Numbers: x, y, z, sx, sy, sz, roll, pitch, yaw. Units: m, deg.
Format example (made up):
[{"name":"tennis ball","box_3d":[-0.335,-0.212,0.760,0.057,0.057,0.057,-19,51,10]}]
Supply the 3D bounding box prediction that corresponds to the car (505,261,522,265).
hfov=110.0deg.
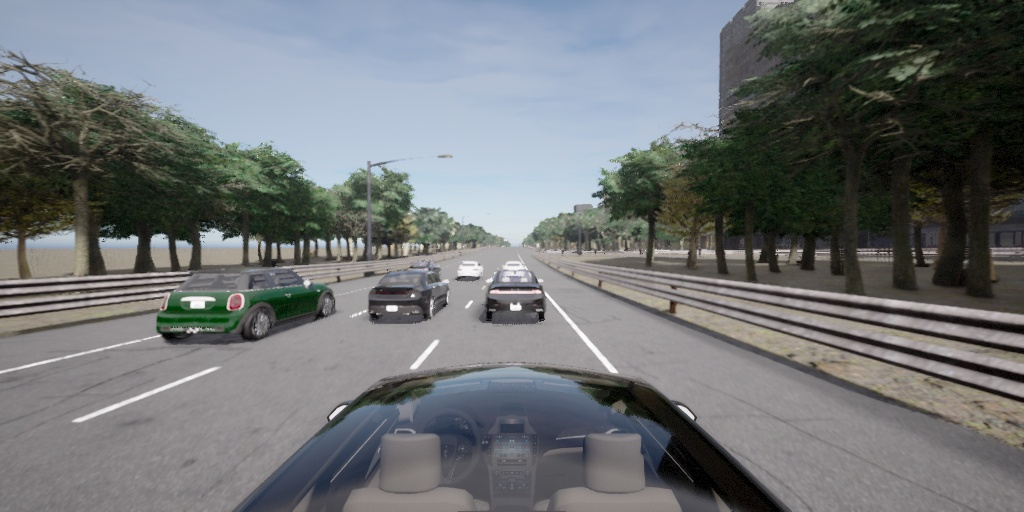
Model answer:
[{"name":"car","box_3d":[0.130,1.150,29.522,1.812,1.442,4.674,0,1,0]}]

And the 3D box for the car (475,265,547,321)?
[{"name":"car","box_3d":[0.106,1.218,12.407,2.128,1.511,4.902,0,0,0]}]

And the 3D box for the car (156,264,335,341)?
[{"name":"car","box_3d":[-6.896,1.084,9.997,2.097,1.767,4.553,0,0,0]}]

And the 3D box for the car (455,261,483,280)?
[{"name":"car","box_3d":[-3.385,1.150,29.504,1.812,1.442,4.674,0,1,0]}]

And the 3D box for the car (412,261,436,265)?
[{"name":"car","box_3d":[-6.884,1.129,28.467,2.128,1.511,4.902,0,1,0]}]

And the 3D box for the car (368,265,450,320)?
[{"name":"car","box_3d":[-3.393,1.231,12.562,1.837,1.490,4.892,0,0,0]}]
